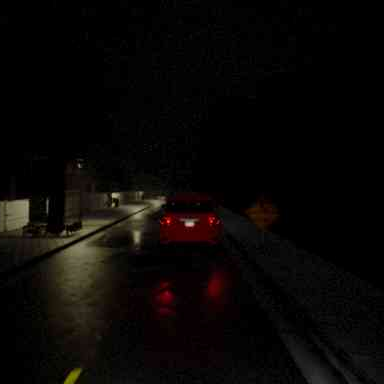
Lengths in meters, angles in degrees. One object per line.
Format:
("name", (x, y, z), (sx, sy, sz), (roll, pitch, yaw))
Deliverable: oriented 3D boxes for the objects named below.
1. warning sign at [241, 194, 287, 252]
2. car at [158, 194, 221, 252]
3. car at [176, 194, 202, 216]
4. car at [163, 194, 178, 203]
("warning sign", (2.397, 0.995, 11.255), (1.300, 1.860, 1.060), (0, 1, -1))
("car", (-0.083, 1.082, 13.338), (2.150, 2.045, 5.566), (0, 1, 0))
("car", (-0.254, 1.048, 29.223), (2.097, 1.767, 4.553), (0, 0, 0))
("car", (-3.406, 1.010, 53.080), (2.033, 1.411, 5.357), (0, 1, 0))
